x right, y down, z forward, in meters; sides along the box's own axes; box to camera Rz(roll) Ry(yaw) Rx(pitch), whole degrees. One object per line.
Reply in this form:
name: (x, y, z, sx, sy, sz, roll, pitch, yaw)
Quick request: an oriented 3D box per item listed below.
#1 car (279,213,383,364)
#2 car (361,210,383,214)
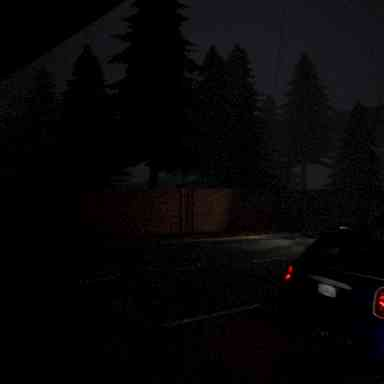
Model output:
car: (3.715, 1.381, 5.607, 4.553, 1.767, 2.097, 0, 0, -29)
car: (8.578, 1.551, 15.161, 5.008, 1.535, 1.882, 0, -1, -8)
